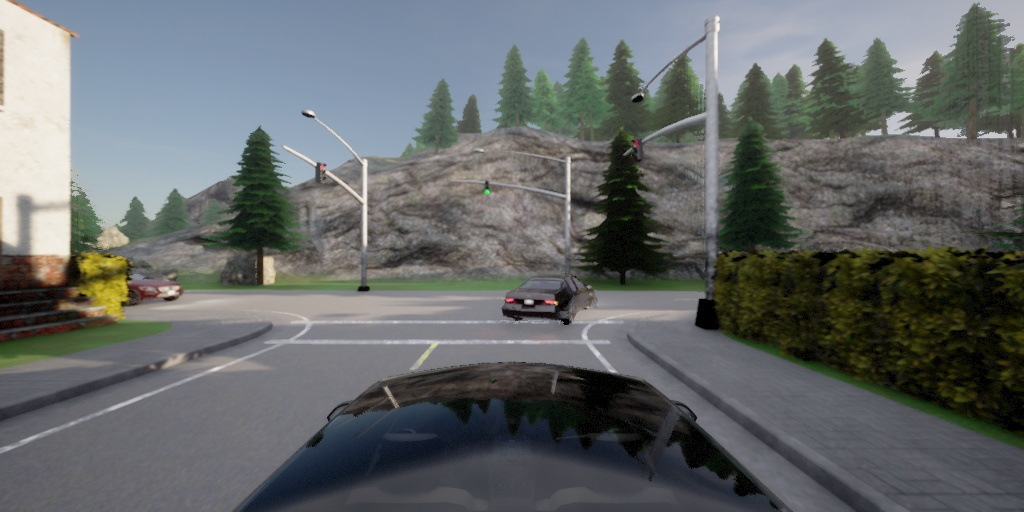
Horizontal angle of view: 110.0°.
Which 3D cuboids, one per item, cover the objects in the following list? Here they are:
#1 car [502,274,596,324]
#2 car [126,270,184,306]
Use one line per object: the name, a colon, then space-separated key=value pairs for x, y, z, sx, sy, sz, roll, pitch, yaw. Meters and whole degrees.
car: x=1.476 y=1.318 z=12.197 sx=2.033 sy=1.411 sz=5.357 roll=0 pitch=0 yaw=24
car: x=-16.788 y=1.302 z=15.273 sx=4.674 sy=1.442 sz=1.812 roll=0 pitch=0 yaw=1
